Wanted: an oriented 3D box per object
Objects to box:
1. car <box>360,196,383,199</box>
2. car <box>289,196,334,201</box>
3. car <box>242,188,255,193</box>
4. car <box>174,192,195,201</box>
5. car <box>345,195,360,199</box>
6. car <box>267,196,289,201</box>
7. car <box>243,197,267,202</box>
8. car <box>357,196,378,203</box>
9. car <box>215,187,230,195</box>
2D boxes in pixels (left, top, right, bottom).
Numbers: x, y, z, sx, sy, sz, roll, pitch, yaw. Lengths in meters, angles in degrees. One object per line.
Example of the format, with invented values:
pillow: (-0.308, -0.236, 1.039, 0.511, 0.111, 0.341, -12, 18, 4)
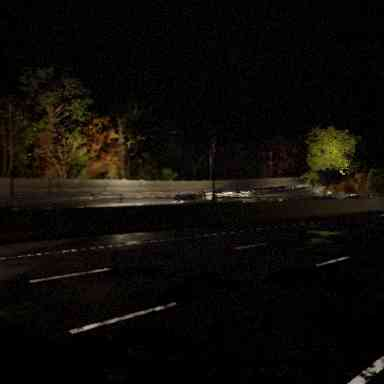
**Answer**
car: (27.979, 1.427, 50.728, 4.718, 1.301, 1.895, 0, 0, -39)
car: (14.182, 1.377, 39.279, 5.357, 1.411, 2.033, 0, 0, -40)
car: (13.455, -0.243, 79.436, 1.882, 1.535, 5.008, 0, 2, 30)
car: (-1.159, 0.701, 52.017, 1.994, 1.385, 4.181, 0, 1, 27)
car: (26.274, 1.281, 53.848, 5.008, 1.535, 1.882, 0, 0, -39)
car: (12.283, 1.298, 42.246, 4.902, 1.511, 2.128, 0, 0, -40)
car: (8.881, 1.384, 43.969, 4.718, 1.301, 1.895, 0, 0, -40)
car: (34.417, 1.372, 65.175, 4.718, 1.301, 1.895, 0, 0, -40)
car: (5.906, 0.063, 65.929, 2.150, 2.045, 5.566, 0, 2, 28)
